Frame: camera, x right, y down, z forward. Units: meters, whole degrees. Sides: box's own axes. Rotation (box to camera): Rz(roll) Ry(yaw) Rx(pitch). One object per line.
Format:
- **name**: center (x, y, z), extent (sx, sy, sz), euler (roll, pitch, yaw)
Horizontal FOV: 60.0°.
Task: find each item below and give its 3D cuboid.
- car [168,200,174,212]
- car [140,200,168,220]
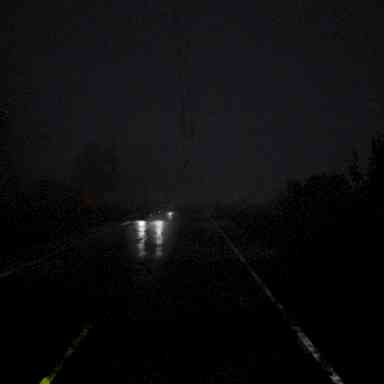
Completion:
- **car**: center (-3.500, 1.829, 44.608), extent (1.882, 1.535, 5.008), euler (0, 0, 0)
- **car**: center (-3.500, 1.740, 30.807), extent (1.812, 1.442, 4.674), euler (0, 0, 0)
